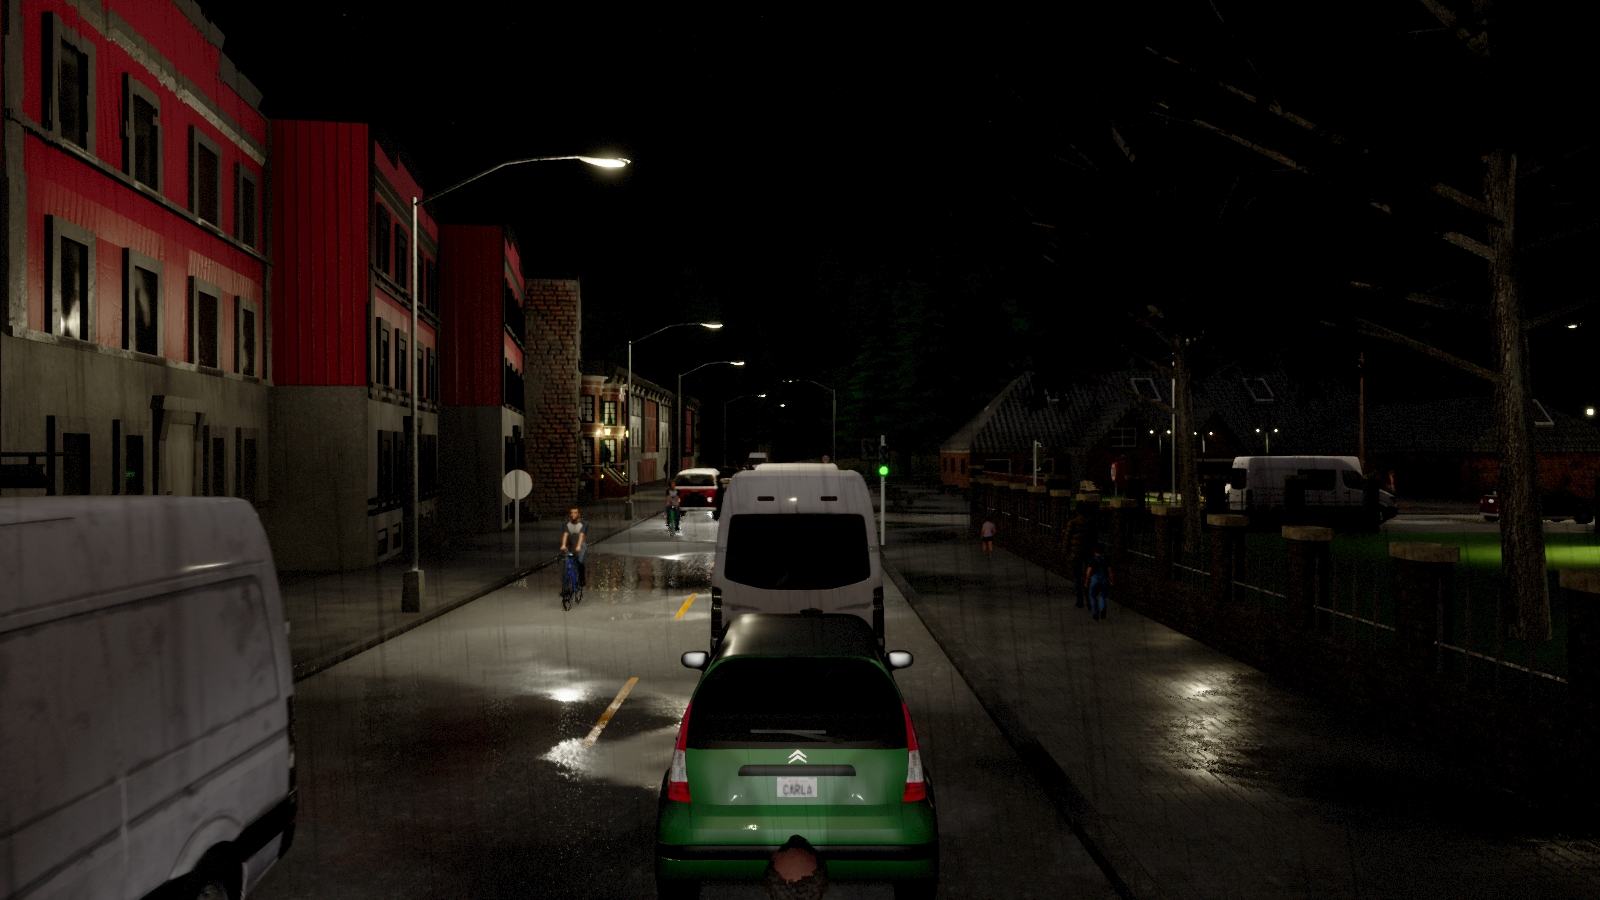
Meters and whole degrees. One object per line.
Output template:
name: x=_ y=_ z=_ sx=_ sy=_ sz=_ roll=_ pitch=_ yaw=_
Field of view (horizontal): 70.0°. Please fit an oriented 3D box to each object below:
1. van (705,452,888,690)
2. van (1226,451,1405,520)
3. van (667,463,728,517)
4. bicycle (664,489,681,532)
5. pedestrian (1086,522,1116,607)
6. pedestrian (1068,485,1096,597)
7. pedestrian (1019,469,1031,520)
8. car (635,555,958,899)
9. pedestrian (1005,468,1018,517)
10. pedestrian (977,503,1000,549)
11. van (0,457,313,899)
van: x=-0.048 y=1.314 z=15.312 sx=1.988 sy=2.561 sz=5.915 roll=0 pitch=0 yaw=0
van: x=19.575 y=1.314 z=43.543 sx=5.915 sy=2.561 sz=1.988 roll=0 pitch=0 yaw=1
van: x=-4.107 y=1.563 z=46.481 sx=2.069 sy=2.038 sz=4.480 roll=0 pitch=0 yaw=0
bicycle: x=-4.085 y=1.936 z=36.719 sx=0.373 sy=1.296 sz=1.643 roll=0 pitch=0 yaw=0
pedestrian: x=4.761 y=1.805 z=18.069 sx=0.375 sy=1.300 sz=0.375 roll=0 pitch=0 yaw=1
pedestrian: x=4.751 y=1.525 z=19.236 sx=0.375 sy=1.860 sz=0.375 roll=0 pitch=0 yaw=0
pedestrian: x=8.300 y=1.629 z=42.112 sx=0.375 sy=1.860 sz=0.375 roll=0 pitch=0 yaw=-3
car: x=-0.023 y=1.779 z=8.527 sx=1.851 sy=1.617 sz=3.988 roll=0 pitch=0 yaw=0
pedestrian: x=8.068 y=1.629 z=43.607 sx=0.375 sy=1.860 sz=0.375 roll=0 pitch=0 yaw=-5
pedestrian: x=4.743 y=1.904 z=28.721 sx=0.500 sy=1.100 sz=0.500 roll=0 pitch=0 yaw=0
van: x=-4.023 y=1.315 z=4.156 sx=1.988 sy=2.561 sz=5.915 roll=0 pitch=0 yaw=0
